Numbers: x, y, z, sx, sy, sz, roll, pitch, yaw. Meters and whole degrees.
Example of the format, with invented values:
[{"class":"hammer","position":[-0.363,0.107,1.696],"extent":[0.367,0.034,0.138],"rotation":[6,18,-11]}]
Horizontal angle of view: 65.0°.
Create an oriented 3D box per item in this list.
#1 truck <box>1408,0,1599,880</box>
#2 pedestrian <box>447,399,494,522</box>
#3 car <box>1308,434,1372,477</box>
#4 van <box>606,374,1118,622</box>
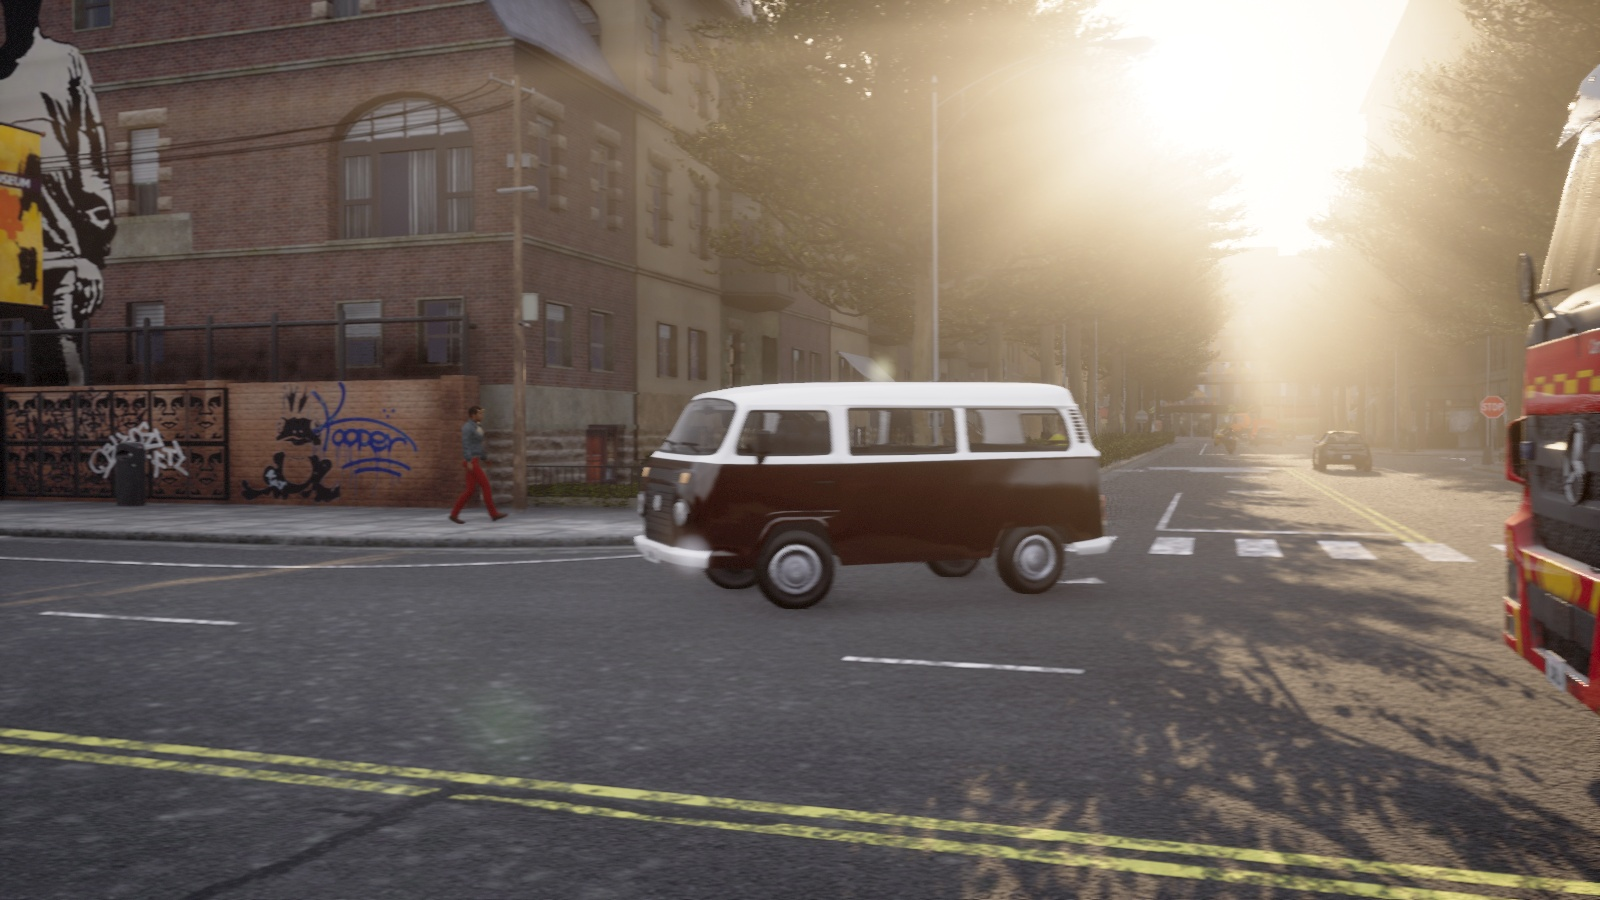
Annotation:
[{"class":"truck","position":[7.065,-0.384,4.491],"extent":[8.468,3.827,2.891],"rotation":[1,1,19]},{"class":"pedestrian","position":[-5.013,0.159,19.092],"extent":[0.614,1.847,0.353],"rotation":[0,1,2]},{"class":"car","position":[19.979,0.169,46.572],"extent":[1.816,1.474,4.193],"rotation":[1,1,18]},{"class":"van","position":[0.575,0.357,12.152],"extent":[4.480,2.038,2.069],"rotation":[0,2,-23]}]
